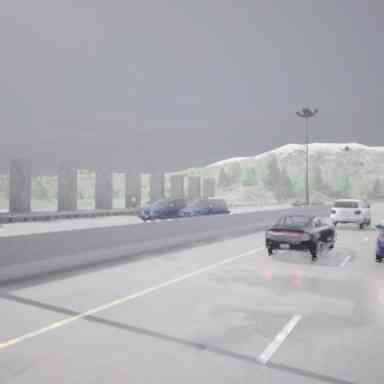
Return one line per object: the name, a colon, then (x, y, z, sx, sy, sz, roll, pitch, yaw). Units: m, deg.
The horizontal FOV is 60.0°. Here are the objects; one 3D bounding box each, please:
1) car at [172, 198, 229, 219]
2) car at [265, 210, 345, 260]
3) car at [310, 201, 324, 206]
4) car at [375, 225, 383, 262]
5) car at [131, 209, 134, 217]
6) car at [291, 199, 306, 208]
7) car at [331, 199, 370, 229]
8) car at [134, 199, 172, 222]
car: (1.097, 1.595, 27.709, 2.150, 2.045, 5.566, 0, 0, 34)
car: (4.494, 1.676, 13.431, 2.128, 1.511, 4.902, 0, -1, 33)
car: (24.139, 2.349, 64.205, 2.033, 1.411, 5.357, 0, -1, 32)
car: (7.833, 1.693, 12.144, 1.812, 1.442, 4.674, 0, -1, 33)
car: (-4.903, 2.041, 37.957, 1.812, 1.442, 4.674, -1, -1, 33)
car: (21.175, 2.174, 66.069, 2.097, 1.767, 4.553, 0, -1, 32)
car: (11.966, 1.566, 25.019, 2.150, 2.045, 5.566, -1, -1, 34)
car: (-2.151, 1.612, 29.133, 2.150, 2.045, 5.566, 0, 0, 34)
